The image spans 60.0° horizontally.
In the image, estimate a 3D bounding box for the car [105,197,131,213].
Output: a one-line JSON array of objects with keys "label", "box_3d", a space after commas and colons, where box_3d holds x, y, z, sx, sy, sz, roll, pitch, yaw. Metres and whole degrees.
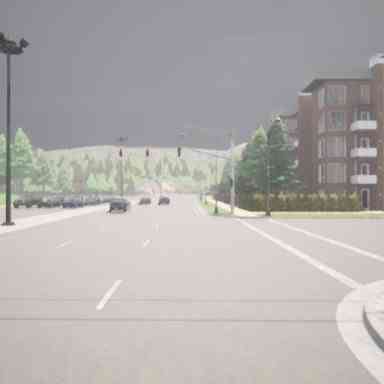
[{"label": "car", "box_3d": [-8.143, 1.527, 37.926, 1.837, 1.490, 4.892, 0, 0, -2]}]

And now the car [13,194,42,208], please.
[{"label": "car", "box_3d": [-23.471, 1.250, 47.944, 2.150, 2.045, 5.566, 0, 0, 0]}]

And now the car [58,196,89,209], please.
[{"label": "car", "box_3d": [-16.471, 1.629, 46.476, 1.895, 1.301, 4.718, 0, 0, 0]}]

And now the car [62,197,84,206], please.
[{"label": "car", "box_3d": [-20.022, 1.538, 56.122, 1.837, 1.490, 4.892, 0, 0, 0]}]

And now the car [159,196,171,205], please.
[{"label": "car", "box_3d": [-4.891, 1.540, 59.528, 1.837, 1.490, 4.892, 0, 0, 0]}]

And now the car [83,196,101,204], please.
[{"label": "car", "box_3d": [-20.017, 1.531, 66.560, 2.128, 1.511, 4.902, 0, 0, 0]}]

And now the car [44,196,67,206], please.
[{"label": "car", "box_3d": [-23.516, 1.539, 57.540, 1.837, 1.490, 4.892, 0, 0, 0]}]

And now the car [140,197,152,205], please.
[{"label": "car", "box_3d": [-8.409, 1.561, 60.546, 1.812, 1.442, 4.674, 0, 0, 0]}]

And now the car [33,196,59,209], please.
[{"label": "car", "box_3d": [-19.971, 1.629, 46.804, 1.895, 1.301, 4.718, 0, 0, 0]}]

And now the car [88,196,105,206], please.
[{"label": "car", "box_3d": [-16.532, 1.538, 55.536, 1.837, 1.490, 4.892, 0, 0, 0]}]

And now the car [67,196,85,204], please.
[{"label": "car", "box_3d": [-23.520, 1.565, 67.600, 2.128, 1.511, 4.902, 0, 0, 0]}]
